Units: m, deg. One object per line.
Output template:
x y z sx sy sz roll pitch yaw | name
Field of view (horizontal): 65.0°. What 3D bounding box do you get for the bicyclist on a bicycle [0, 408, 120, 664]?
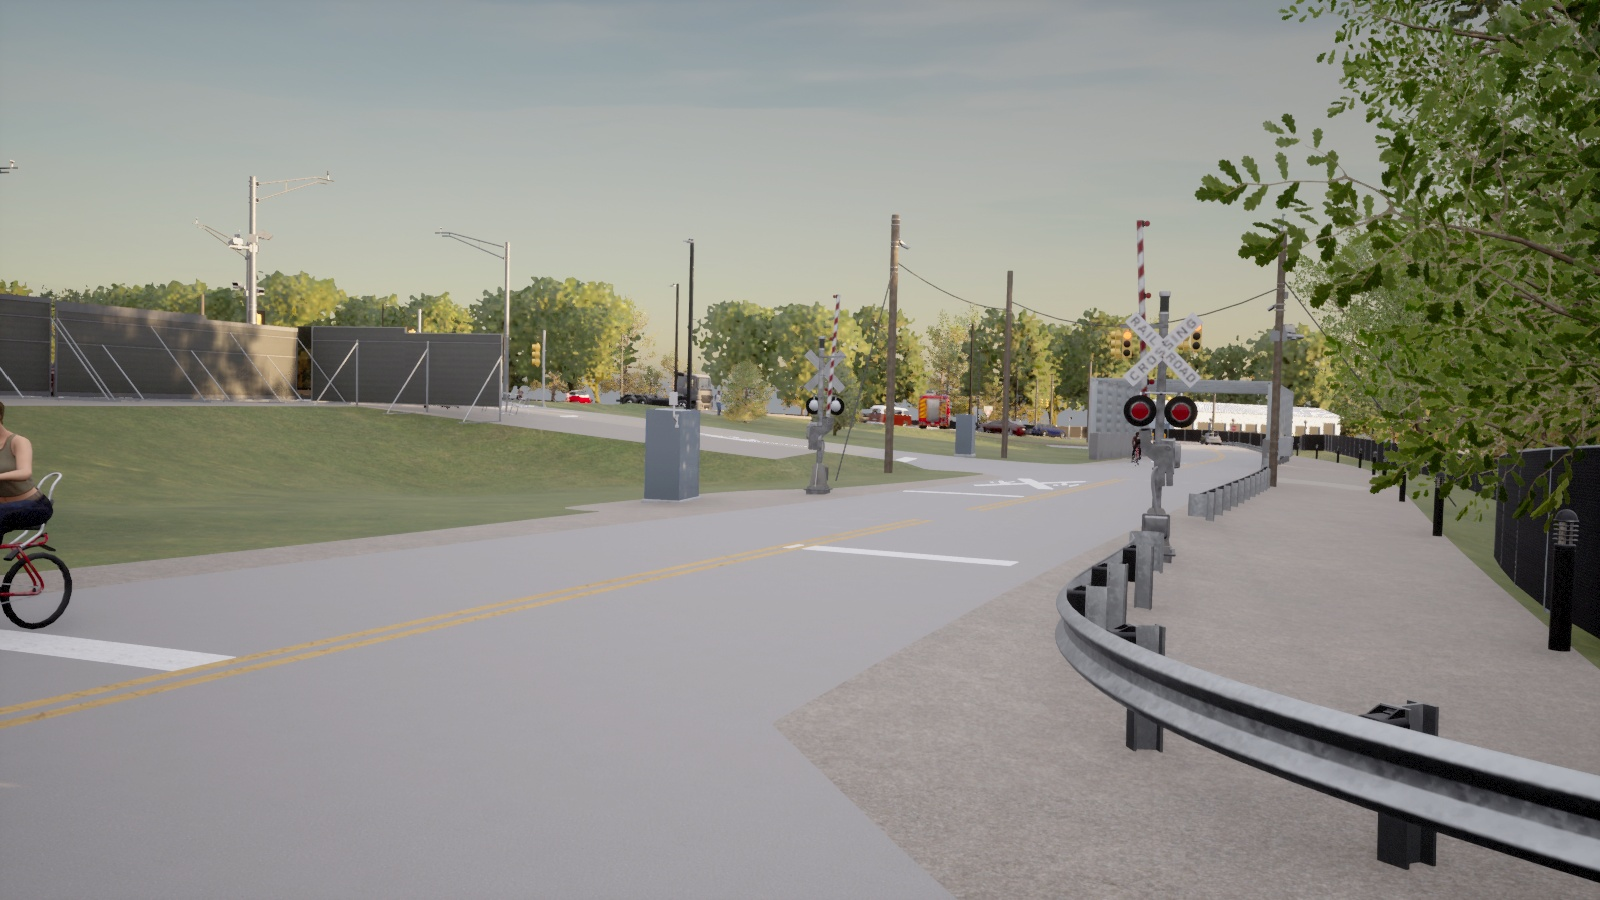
-5.395 0.535 8.178 0.866 1.612 1.509 1 1 19 | bicyclist on a bicycle
